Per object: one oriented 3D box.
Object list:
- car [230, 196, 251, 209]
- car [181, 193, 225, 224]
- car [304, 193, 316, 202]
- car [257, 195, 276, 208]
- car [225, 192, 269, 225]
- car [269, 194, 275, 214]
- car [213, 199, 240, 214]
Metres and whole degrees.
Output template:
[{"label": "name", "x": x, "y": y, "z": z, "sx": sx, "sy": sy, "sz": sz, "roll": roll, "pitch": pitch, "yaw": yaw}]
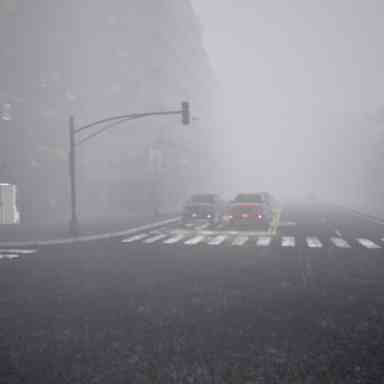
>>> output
[{"label": "car", "x": 6.393, "y": 1.309, "z": 43.537, "sx": 2.033, "sy": 1.411, "sz": 5.357, "roll": -1, "pitch": 0, "yaw": 16}, {"label": "car", "x": 0.890, "y": 1.131, "z": 24.201, "sx": 2.150, "sy": 2.045, "sz": 5.566, "roll": -1, "pitch": 0, "yaw": 16}, {"label": "car", "x": 21.122, "y": 0.988, "z": 59.456, "sx": 1.812, "sy": 1.442, "sz": 4.674, "roll": -1, "pitch": 0, "yaw": 16}, {"label": "car", "x": 9.940, "y": 1.189, "z": 44.093, "sx": 2.128, "sy": 1.511, "sz": 4.902, "roll": -1, "pitch": 0, "yaw": 16}, {"label": "car", "x": 3.979, "y": 1.079, "z": 23.189, "sx": 2.150, "sy": 2.045, "sz": 5.566, "roll": -1, "pitch": 0, "yaw": 15}, {"label": "car", "x": 6.806, "y": 1.002, "z": 33.151, "sx": 2.150, "sy": 2.045, "sz": 5.566, "roll": -1, "pitch": 0, "yaw": 16}, {"label": "car", "x": 3.550, "y": 1.438, "z": 33.557, "sx": 1.895, "sy": 1.301, "sz": 4.718, "roll": -1, "pitch": 0, "yaw": 16}]
